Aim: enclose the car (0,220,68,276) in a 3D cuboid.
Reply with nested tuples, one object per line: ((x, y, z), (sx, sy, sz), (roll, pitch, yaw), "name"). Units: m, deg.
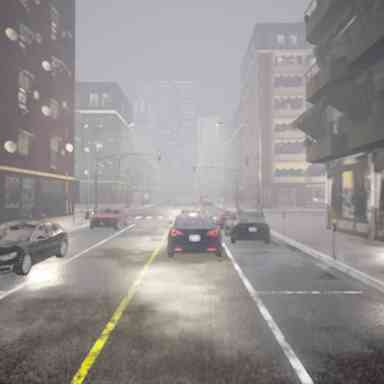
((-5.280, 1.588, 10.348), (2.008, 1.369, 4.403), (1, 0, 0), "car")

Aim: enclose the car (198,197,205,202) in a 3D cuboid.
((2.511, 1.935, 88.228), (1.947, 1.339, 4.313), (1, 0, 0), "car")

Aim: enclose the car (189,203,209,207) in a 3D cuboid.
((0.078, 1.690, 24.157), (1.895, 1.301, 4.718), (0, 0, 0), "car")

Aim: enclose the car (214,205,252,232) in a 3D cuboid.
((2.559, 1.625, 21.724), (1.887, 1.381, 4.507), (1, 0, 0), "car")

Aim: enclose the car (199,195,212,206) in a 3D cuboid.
((2.662, 1.781, 59.780), (1.887, 1.381, 4.507), (1, 0, 0), "car")

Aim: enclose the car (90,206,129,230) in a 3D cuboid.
((-5.288, 1.624, 21.690), (1.887, 1.381, 4.507), (1, 0, 0), "car")

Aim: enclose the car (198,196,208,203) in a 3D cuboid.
((2.521, 1.754, 76.849), (1.967, 1.590, 4.097), (1, 0, 0), "car")

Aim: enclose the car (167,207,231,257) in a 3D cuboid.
((0.093, 1.552, 13.221), (2.163, 1.488, 4.792), (0, 0, 0), "car")

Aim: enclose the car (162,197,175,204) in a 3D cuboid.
((-5.373, 1.838, 71.142), (2.008, 1.369, 4.403), (1, 0, 0), "car")

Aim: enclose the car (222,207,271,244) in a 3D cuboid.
((2.563, 1.625, 16.053), (1.947, 1.339, 4.313), (1, 0, 0), "car")
